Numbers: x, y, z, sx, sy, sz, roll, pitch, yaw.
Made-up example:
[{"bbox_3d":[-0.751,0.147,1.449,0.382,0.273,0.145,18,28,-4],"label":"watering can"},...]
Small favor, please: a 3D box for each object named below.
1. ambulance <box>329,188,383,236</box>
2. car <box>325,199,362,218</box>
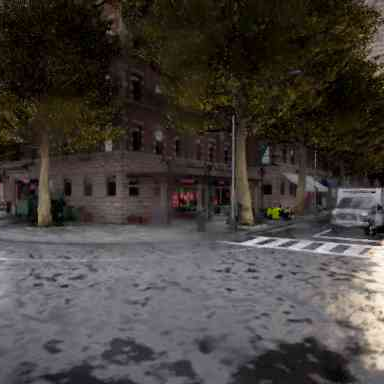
[{"bbox_3d":[9.978,1.015,19.418,2.351,2.431,6.366,1,0,39],"label":"ambulance"},{"bbox_3d":[14.495,1.475,31.651,2.231,1.521,4.892,0,0,36],"label":"car"}]
